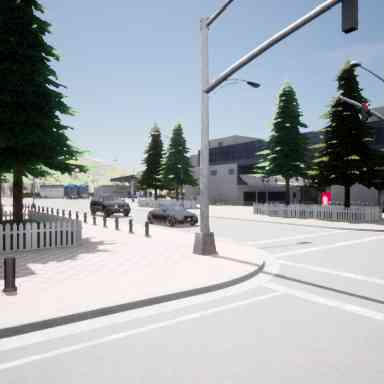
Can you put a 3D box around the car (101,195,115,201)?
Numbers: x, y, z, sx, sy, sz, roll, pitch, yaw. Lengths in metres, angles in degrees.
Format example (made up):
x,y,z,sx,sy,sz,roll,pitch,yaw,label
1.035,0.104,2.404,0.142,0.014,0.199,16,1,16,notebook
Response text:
x,y,z,sx,sy,sz,roll,pitch,yaw,label
-20.912,1.400,82.792,1.970,1.475,3.806,0,0,-37,car

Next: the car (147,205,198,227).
x,y,z,sx,sy,sz,roll,pitch,yaw,label
-1.401,1.579,22.884,1.994,1.385,4.181,0,0,-37,car

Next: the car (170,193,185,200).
x,y,z,sx,sy,sz,roll,pitch,yaw,label
-3.877,1.113,86.017,1.932,1.855,4.605,0,0,-37,car

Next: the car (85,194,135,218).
x,y,z,sx,sy,sz,roll,pitch,yaw,label
-7.837,1.237,31.401,2.150,2.045,5.566,0,0,-37,car

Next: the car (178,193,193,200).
x,y,z,sx,sy,sz,roll,pitch,yaw,label
-1.789,1.092,88.079,1.905,1.878,3.866,0,0,-37,car

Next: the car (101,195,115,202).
x,y,z,sx,sy,sz,roll,pitch,yaw,label
-18.884,1.389,75.056,1.845,1.501,3.633,0,0,-37,car
